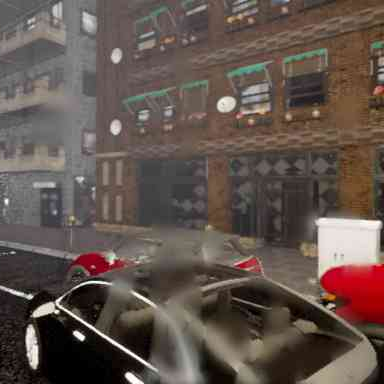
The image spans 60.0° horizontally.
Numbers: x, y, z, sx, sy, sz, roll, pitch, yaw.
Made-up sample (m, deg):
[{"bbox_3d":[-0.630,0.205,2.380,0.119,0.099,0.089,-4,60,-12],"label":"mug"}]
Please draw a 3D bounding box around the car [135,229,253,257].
[{"bbox_3d":[-0.693,1.449,6.584,4.097,1.590,1.967,0,1,36],"label":"car"}]

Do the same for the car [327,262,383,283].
[{"bbox_3d":[3.819,1.323,3.354,5.009,1.841,2.192,0,1,36],"label":"car"}]

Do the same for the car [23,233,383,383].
[{"bbox_3d":[-0.329,1.510,3.522,1.837,1.490,4.892,0,0,-40],"label":"car"}]
